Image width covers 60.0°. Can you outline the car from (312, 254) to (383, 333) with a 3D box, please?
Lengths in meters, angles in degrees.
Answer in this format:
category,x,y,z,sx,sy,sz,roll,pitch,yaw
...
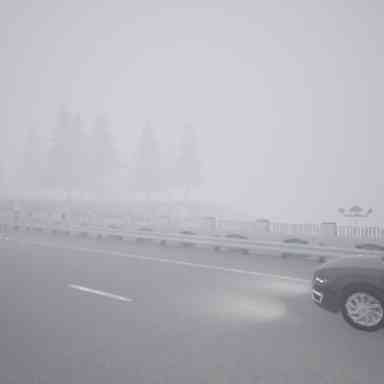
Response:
category,x,y,z,sx,sy,sz,roll,pitch,yaw
car,4.439,1.466,5.151,4.892,1.490,1.837,0,0,35

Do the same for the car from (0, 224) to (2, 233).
category,x,y,z,sx,sy,sz,roll,pitch,yaw
car,-11.307,1.731,16.131,4.718,1.301,1.895,-1,0,35
